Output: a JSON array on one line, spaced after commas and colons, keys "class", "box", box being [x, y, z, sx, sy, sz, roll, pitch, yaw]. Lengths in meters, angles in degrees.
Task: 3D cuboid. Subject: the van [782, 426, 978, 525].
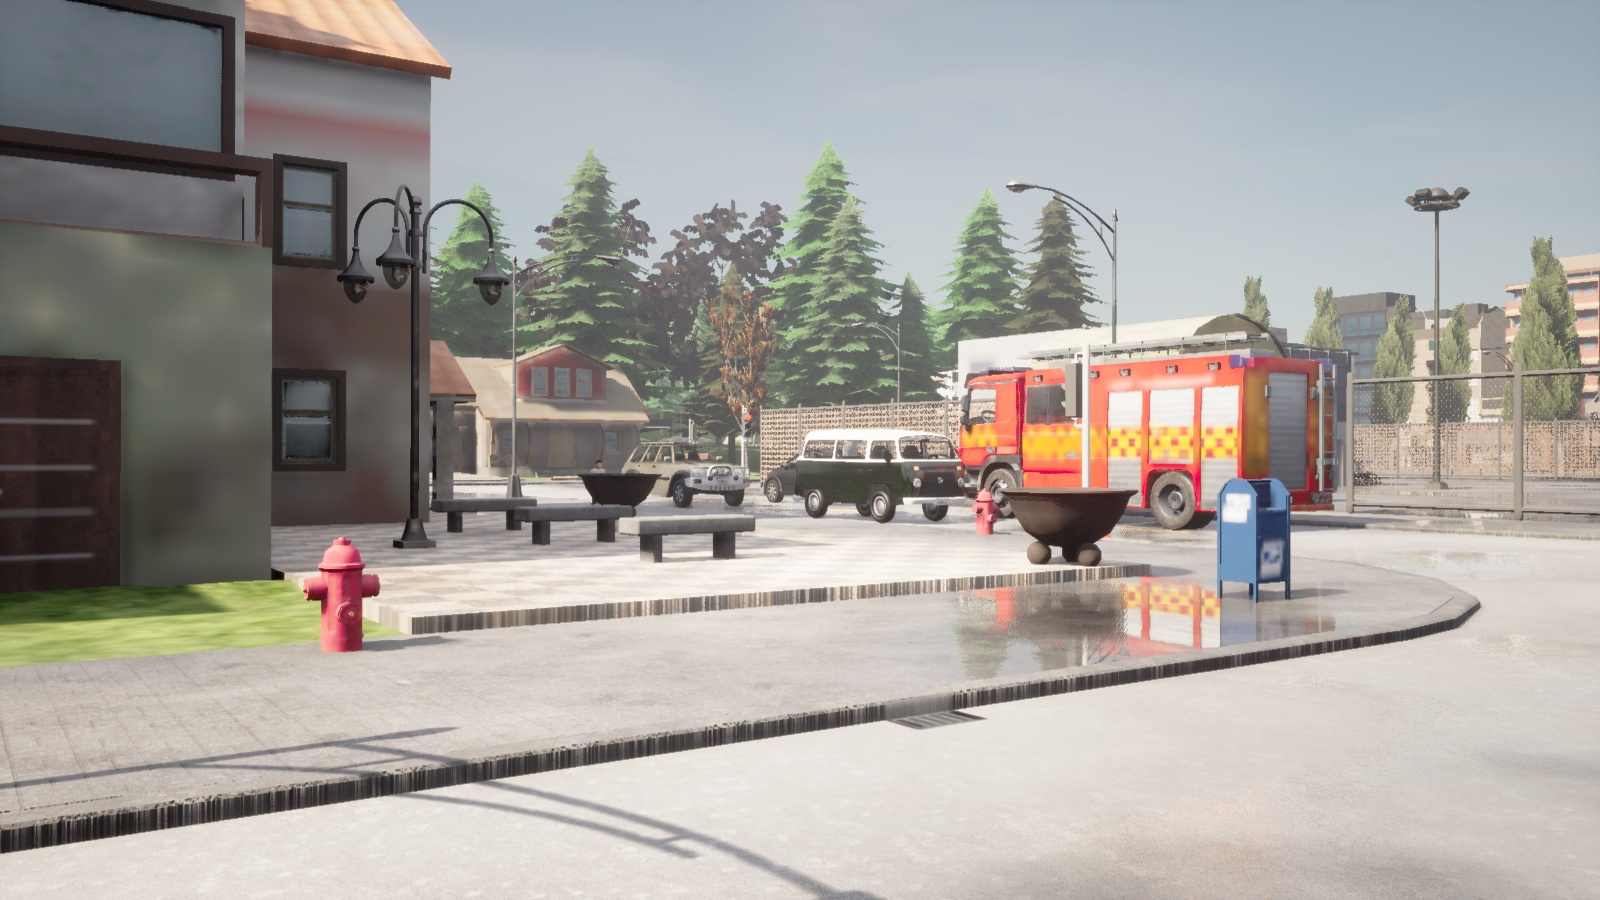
[{"class": "van", "box": [1.707, 0.534, 28.255, 2.069, 2.038, 4.480, 0, 0, -35]}]

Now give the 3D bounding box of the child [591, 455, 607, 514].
[{"class": "child", "box": [-4.402, 0.746, 27.443, 0.270, 1.263, 0.437, 0, 0, -20]}]

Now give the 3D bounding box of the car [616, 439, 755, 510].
[{"class": "car", "box": [-3.326, 0.656, 35.614, 1.932, 1.855, 4.605, 0, 0, -35]}]

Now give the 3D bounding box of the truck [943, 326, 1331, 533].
[{"class": "truck", "box": [6.963, -0.367, 27.552, 2.891, 3.827, 8.468, 0, 0, -33]}]

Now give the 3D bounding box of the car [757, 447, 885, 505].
[{"class": "car", "box": [0.555, 0.732, 36.941, 1.851, 1.617, 3.988, 0, 0, -33]}]
